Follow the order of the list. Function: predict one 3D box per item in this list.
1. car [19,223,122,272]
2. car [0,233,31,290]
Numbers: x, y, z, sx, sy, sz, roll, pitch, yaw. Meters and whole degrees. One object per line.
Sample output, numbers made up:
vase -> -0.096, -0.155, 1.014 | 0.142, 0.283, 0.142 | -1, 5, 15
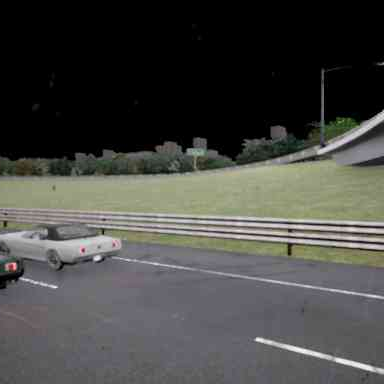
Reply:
car -> -4.693, 1.722, 11.282 | 4.718, 1.301, 1.895 | -1, -1, 34
car -> -6.191, 1.693, 8.071 | 4.718, 1.301, 1.895 | -1, -1, 34
